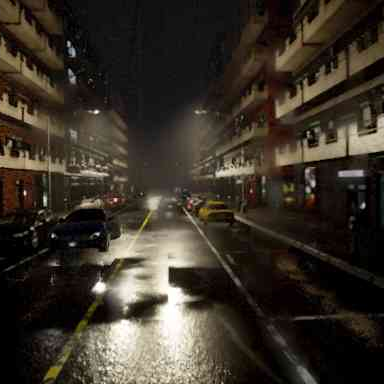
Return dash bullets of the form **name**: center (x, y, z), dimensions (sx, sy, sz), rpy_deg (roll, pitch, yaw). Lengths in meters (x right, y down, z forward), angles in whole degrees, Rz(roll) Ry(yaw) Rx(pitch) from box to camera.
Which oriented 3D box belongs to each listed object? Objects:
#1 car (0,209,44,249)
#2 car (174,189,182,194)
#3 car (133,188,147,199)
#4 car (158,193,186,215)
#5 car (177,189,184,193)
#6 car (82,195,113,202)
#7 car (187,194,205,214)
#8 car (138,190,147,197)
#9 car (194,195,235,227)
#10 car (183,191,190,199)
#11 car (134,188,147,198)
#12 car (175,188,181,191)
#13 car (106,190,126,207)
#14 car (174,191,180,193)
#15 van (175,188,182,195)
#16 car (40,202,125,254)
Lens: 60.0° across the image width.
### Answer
- **car**: center (-6.580, 1.385, 13.283), dimensions (2.008, 1.369, 4.403), rpy_deg (-2, 1, -4)
- **car**: center (-3.954, -0.086, 92.071), dimensions (2.008, 1.369, 4.403), rpy_deg (-2, 1, -4)
- **car**: center (-10.266, 0.510, 63.558), dimensions (2.008, 1.369, 4.403), rpy_deg (-2, 1, -4)
- **car**: center (-1.836, 1.072, 27.842), dimensions (1.994, 1.385, 4.181), rpy_deg (-1, 1, -4)
- **car**: center (-1.088, 0.605, 52.968), dimensions (1.947, 1.339, 4.313), rpy_deg (-2, 1, -4)
- **car**: center (-7.400, 1.190, 24.455), dimensions (2.008, 1.369, 4.403), rpy_deg (-2, 1, -4)
- **car**: center (0.960, 1.091, 25.037), dimensions (1.947, 1.339, 4.313), rpy_deg (-2, 1, -4)
- **car**: center (-11.084, 0.348, 74.731), dimensions (1.802, 1.307, 4.206), rpy_deg (-2, 1, -4)
- **car**: center (1.356, 1.145, 19.620), dimensions (1.752, 1.417, 4.829), rpy_deg (-2, 1, -4)
- **car**: center (0.547, 0.868, 30.621), dimensions (1.967, 1.590, 4.097), rpy_deg (-2, 1, -4)
- **car**: center (-10.682, 0.178, 69.140), dimensions (2.192, 1.841, 5.009), rpy_deg (-2, 1, -4)
- **car**: center (-1.498, 0.493, 58.555), dimensions (2.008, 1.369, 4.403), rpy_deg (-2, 1, -4)
- **car**: center (-8.225, 0.759, 35.623), dimensions (2.192, 1.841, 5.009), rpy_deg (-2, 1, -4)
- **car**: center (-2.955, 0.843, 43.143), dimensions (1.895, 1.301, 4.718), rpy_deg (-1, 1, -4)
- **van**: center (-3.551, -0.200, 86.481), dimensions (1.690, 1.788, 3.998), rpy_deg (-2, 1, -4)
- **car**: center (-3.934, 1.336, 12.813), dimensions (1.812, 1.442, 4.674), rpy_deg (-1, 1, -4)
